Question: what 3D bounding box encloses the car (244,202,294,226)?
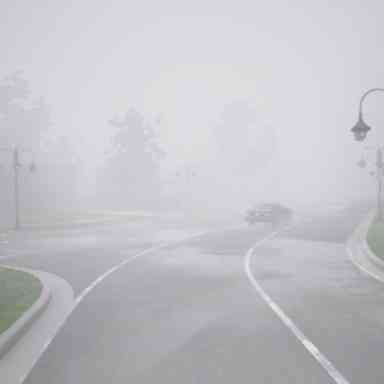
[{"bbox_3d":[5.195,1.380,22.046,2.033,1.411,5.357,-1,0,31],"label":"car"}]
